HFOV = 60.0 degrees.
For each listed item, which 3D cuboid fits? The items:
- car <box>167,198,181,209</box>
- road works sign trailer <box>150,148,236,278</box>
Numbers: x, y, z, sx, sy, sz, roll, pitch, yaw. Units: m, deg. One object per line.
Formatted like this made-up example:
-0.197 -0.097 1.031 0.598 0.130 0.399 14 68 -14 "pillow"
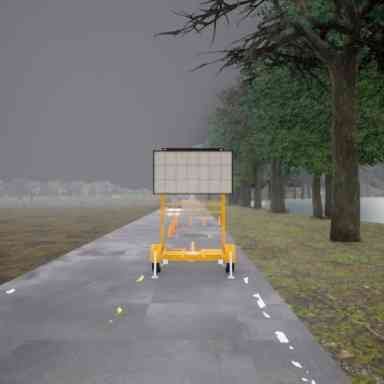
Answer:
-2.593 1.666 48.672 2.128 1.511 4.902 0 0 0 "car"
0.031 0.475 10.113 2.380 3.560 2.880 0 0 0 "road works sign trailer"
